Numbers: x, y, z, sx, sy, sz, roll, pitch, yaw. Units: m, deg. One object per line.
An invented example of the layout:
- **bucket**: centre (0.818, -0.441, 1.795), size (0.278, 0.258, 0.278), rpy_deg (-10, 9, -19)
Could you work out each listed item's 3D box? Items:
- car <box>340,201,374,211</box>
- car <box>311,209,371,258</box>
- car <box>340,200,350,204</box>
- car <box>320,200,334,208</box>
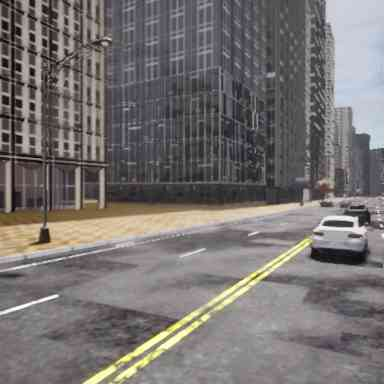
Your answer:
- **car**: centre (13.087, 1.769, 26.244), size (1.837, 1.490, 4.892), rpy_deg (0, 0, 29)
- **car**: centre (6.052, 1.653, 13.437), size (1.812, 1.442, 4.674), rpy_deg (0, 0, 29)
- **car**: centre (27.542, 2.122, 59.361), size (2.033, 1.411, 5.357), rpy_deg (0, 0, 29)
- **car**: centre (24.678, 2.159, 60.894), size (1.895, 1.301, 4.718), rpy_deg (0, 0, 29)
